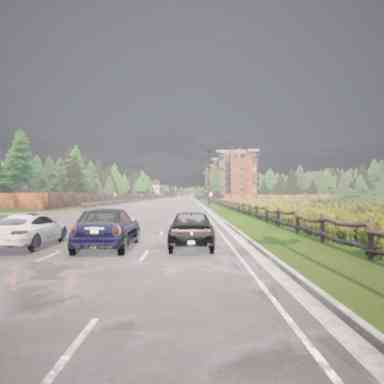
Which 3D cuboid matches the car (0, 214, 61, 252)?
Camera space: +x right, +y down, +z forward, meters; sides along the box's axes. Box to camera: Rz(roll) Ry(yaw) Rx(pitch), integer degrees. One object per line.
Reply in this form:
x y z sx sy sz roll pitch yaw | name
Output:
-7.030 1.659 14.398 1.812 1.442 4.674 0 0 0 | car

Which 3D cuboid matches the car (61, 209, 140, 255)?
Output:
-3.531 1.481 14.129 2.097 1.767 4.553 0 -1 0 | car

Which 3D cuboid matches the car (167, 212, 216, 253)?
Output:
-0.030 1.626 14.354 2.128 1.511 4.902 0 0 0 | car
